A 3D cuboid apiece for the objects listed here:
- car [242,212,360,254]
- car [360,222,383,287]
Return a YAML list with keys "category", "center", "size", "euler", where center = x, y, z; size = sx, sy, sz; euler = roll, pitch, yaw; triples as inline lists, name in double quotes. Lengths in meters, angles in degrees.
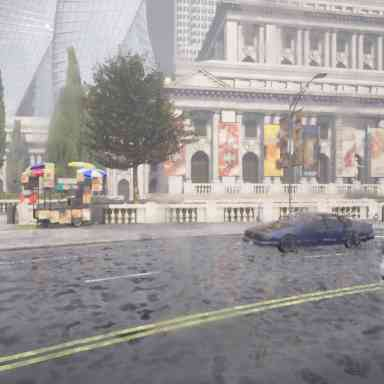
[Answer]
- category: "car"
  center: [4.776, 1.548, 13.457]
  size: [5.357, 1.411, 2.033]
  euler: [0, 0, -18]
- category: "car"
  center: [6.306, 1.221, 6.432]
  size: [5.566, 2.045, 2.150]
  euler: [0, 0, -20]
